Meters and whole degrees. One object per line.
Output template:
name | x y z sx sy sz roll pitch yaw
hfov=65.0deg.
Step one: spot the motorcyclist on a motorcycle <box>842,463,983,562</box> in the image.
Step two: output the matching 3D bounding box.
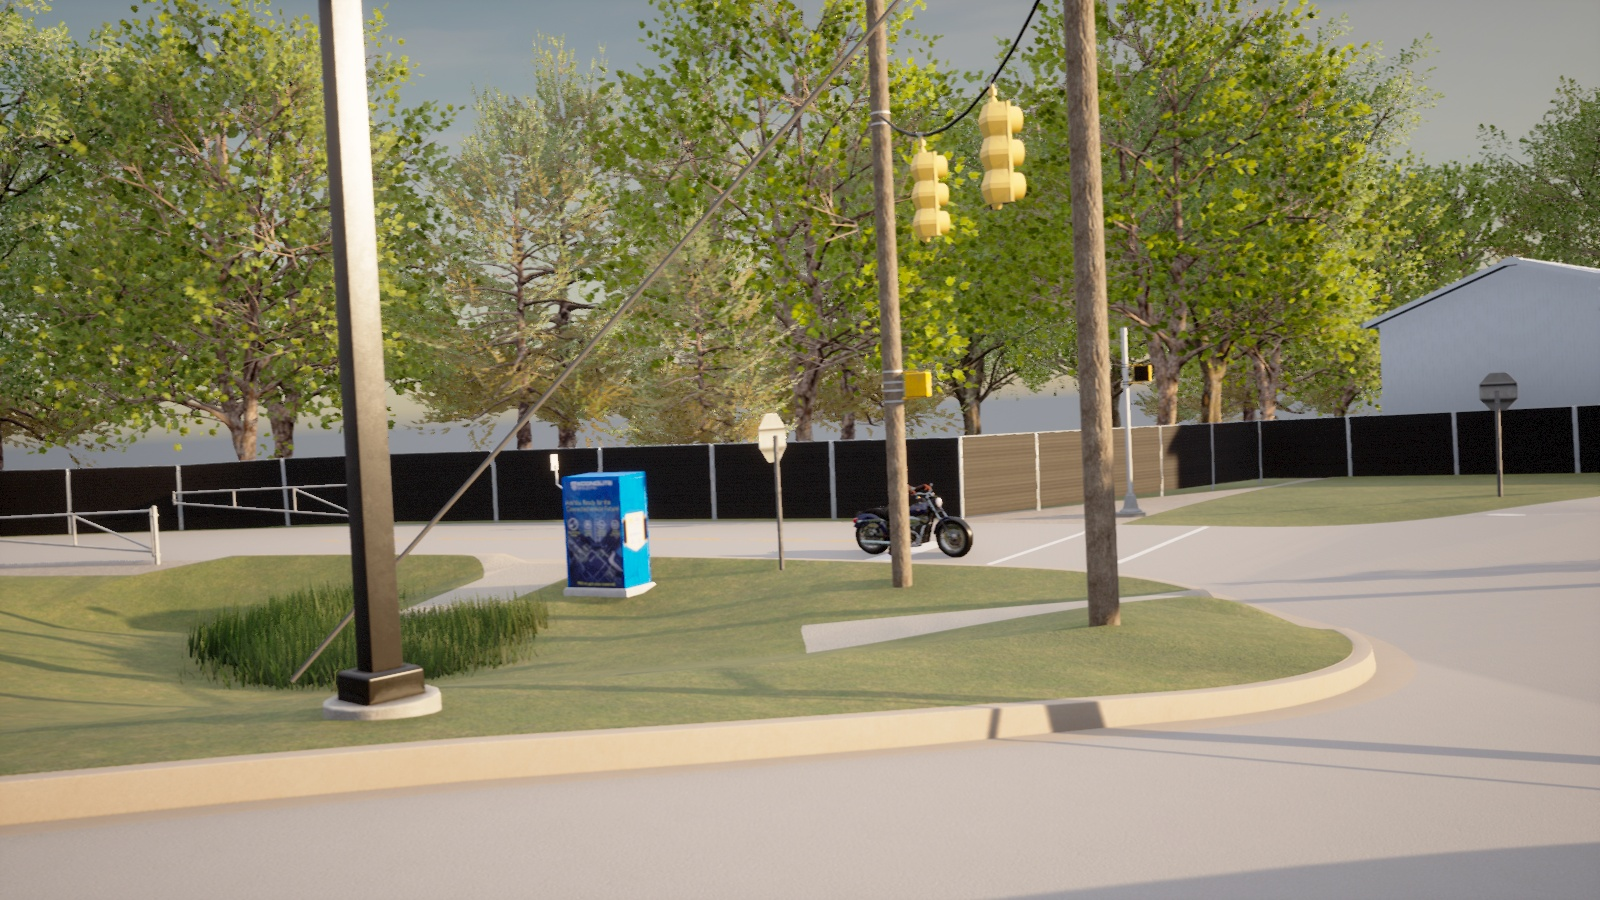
motorcyclist on a motorcycle | 1.994 1.082 22.362 2.350 1.649 0.766 -1 3 32
